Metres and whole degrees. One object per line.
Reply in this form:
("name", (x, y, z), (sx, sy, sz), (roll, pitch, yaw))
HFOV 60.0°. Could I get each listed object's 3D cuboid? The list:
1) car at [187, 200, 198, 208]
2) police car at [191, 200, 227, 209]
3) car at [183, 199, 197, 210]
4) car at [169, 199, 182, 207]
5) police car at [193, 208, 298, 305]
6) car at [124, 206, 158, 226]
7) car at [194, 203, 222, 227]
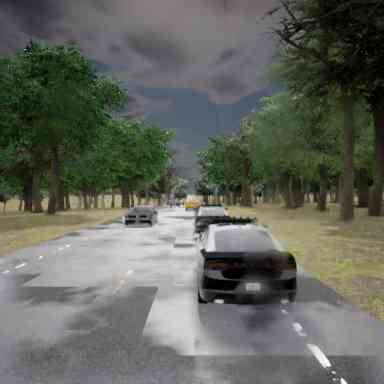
("car", (0.070, 2.142, 60.743), (1.895, 1.301, 4.718), (0, -1, 0))
("police car", (1.071, 1.473, 18.326), (1.930, 1.638, 5.238), (0, 0, 0))
("car", (0.097, 1.735, 46.252), (1.882, 1.535, 5.008), (0, -1, 1))
("car", (-3.450, 2.176, 65.897), (1.837, 1.490, 4.892), (0, -1, 1))
("police car", (1.059, 1.435, 8.323), (1.930, 1.638, 5.238), (0, 0, 0))
("car", (-3.572, 1.679, 23.992), (1.895, 1.301, 4.718), (0, 0, 0))
("car", (1.078, 1.606, 24.216), (1.812, 1.442, 4.674), (0, 0, 0))
